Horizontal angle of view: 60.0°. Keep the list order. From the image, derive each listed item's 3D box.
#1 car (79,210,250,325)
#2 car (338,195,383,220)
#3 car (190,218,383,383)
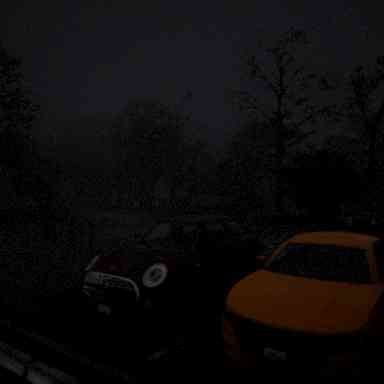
[{"bbox_3d":[-0.167,1.337,7.326,2.185,1.767,4.553,0,0,35],"label":"car"},{"bbox_3d":[8.607,1.205,16.087,2.435,2.045,5.566,0,0,35],"label":"car"},{"bbox_3d":[2.305,1.451,5.564,2.097,1.535,5.008,0,0,35],"label":"car"}]
